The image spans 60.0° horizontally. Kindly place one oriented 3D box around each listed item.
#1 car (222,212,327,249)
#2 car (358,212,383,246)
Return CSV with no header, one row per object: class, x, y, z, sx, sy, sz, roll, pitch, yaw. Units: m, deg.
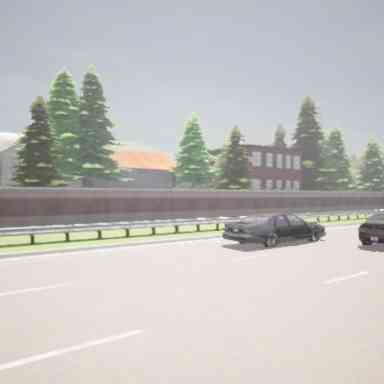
car,3.840,1.634,15.078,5.357,1.411,2.033,0,0,-35
car,9.218,1.622,14.613,4.892,1.490,1.837,0,0,-35
